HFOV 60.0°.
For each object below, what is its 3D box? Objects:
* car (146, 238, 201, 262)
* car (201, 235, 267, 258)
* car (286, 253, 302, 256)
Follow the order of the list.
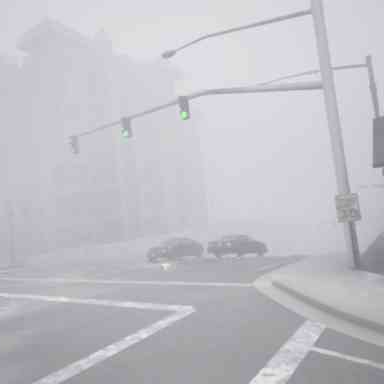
[{"bbox_3d":[-1.021,3.791,22.197,1.812,1.442,4.674,-9,-11,35],"label":"car"},{"bbox_3d":[3.094,3.542,21.808,2.033,1.411,5.357,-9,-13,35],"label":"car"},{"bbox_3d":[12.366,8.132,40.346,1.882,1.535,5.008,-10,-18,35],"label":"car"}]
